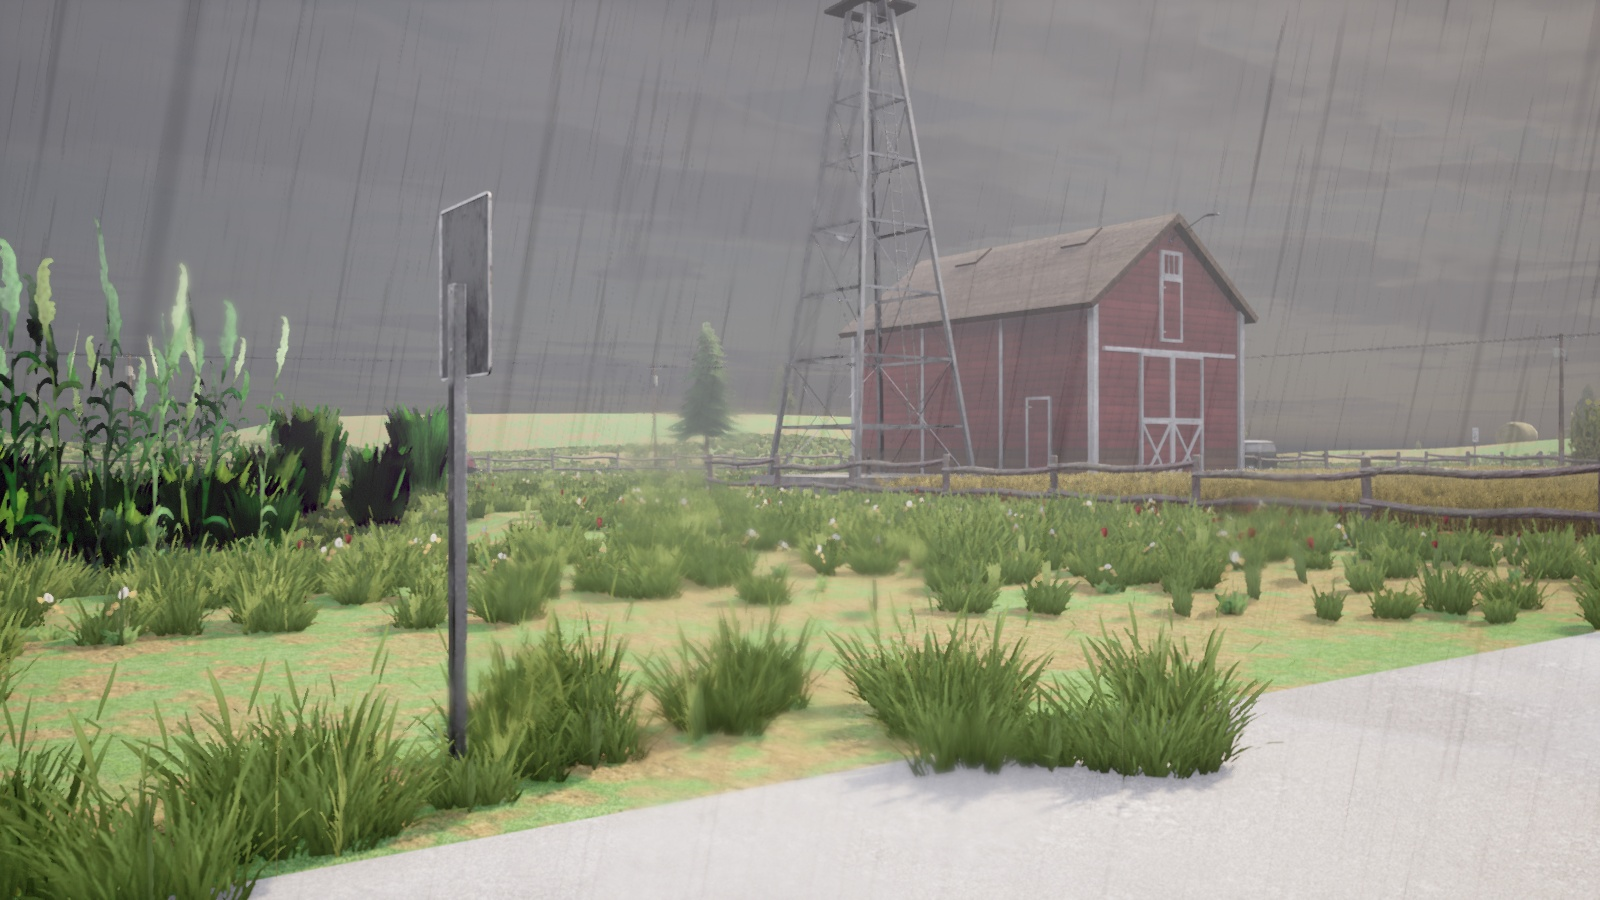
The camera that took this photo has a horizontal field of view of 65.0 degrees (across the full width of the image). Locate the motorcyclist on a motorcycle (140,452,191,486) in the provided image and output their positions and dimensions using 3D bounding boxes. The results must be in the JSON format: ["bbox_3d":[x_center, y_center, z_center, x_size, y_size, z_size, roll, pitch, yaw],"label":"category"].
[{"bbox_3d":[-29.598,0.885,58.584,2.044,1.523,0.797,0,0,-29],"label":"motorcyclist on a motorcycle"}]

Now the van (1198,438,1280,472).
[{"bbox_3d":[26.091,0.292,74.773,1.775,1.987,4.442,0,0,-35],"label":"van"}]

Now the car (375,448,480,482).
[{"bbox_3d":[-19.109,0.763,64.448,4.856,1.649,2.033,0,0,-29],"label":"car"}]
